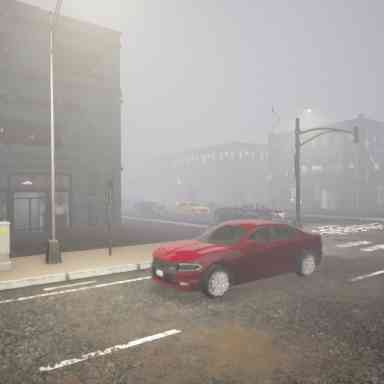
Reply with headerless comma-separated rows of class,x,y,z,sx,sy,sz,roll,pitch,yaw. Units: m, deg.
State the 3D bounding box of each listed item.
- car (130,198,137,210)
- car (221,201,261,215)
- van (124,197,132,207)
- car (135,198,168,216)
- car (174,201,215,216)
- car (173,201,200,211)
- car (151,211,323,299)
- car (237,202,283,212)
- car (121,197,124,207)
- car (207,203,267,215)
car,-6.105,1.930,44.821,1.882,1.535,5.008,-1,0,-35
car,5.606,1.809,38.301,2.008,1.369,4.403,-2,0,-35
van,-10.431,1.906,60.859,1.690,1.788,3.998,-1,0,-35
car,-4.433,1.846,37.956,1.967,1.590,4.097,-1,0,-35
car,-0.111,1.814,36.372,1.882,1.535,5.008,-1,0,-36
car,-0.805,1.965,47.324,1.802,1.307,4.206,-2,0,-35
car,1.337,1.476,8.627,5.008,1.535,1.882,0,0,-35
car,5.686,1.713,28.208,2.128,1.511,4.902,-1,0,-35
car,-13.639,1.939,65.370,2.192,1.841,5.009,-1,0,-35
car,3.510,1.814,26.575,1.947,1.339,4.313,-1,0,-35
